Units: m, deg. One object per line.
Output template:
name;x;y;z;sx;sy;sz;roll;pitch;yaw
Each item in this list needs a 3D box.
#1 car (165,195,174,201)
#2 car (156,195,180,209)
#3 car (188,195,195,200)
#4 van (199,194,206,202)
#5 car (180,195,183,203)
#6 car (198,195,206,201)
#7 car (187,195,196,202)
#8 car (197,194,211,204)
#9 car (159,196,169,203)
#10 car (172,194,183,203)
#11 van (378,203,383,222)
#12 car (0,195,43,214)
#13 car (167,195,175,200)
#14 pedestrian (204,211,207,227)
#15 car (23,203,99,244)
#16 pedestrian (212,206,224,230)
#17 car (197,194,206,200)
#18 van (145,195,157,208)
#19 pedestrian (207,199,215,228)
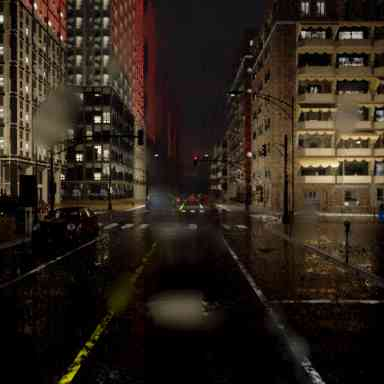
car;-5.800;1.479;86.735;1.967;1.590;4.097;0;0;0
car;-3.186;1.361;45.152;2.097;1.767;4.553;0;0;1
car;-0.107;1.442;87.388;1.994;1.385;4.181;0;0;0
van;2.587;1.375;81.197;1.690;1.788;3.998;0;0;0
car;-3.153;1.369;56.956;2.097;1.767;4.553;0;0;0
car;2.581;1.589;86.747;2.008;1.369;4.403;0;0;0
car;-0.094;1.378;77.318;2.097;1.767;4.553;0;0;0
car;2.608;1.336;64.544;2.192;1.841;5.009;0;0;0
car;-5.778;1.550;69.913;1.752;1.417;4.829;0;0;0
car;-3.087;1.381;70.493;2.097;1.767;4.553;0;0;0
van;16.897;1.706;26.167;3.998;1.788;1.690;1;-1;0
car;-14.877;1.100;28.867;4.553;1.767;2.097;1;0;-2
car;-5.807;1.569;92.116;1.752;1.417;4.829;0;0;0
pedestrian;1.016;1.680;20.748;0.500;1.100;0.500;0;0;0
car;-5.710;1.441;15.405;1.967;1.590;4.097;0;0;0
pedestrian;1.524;1.575;19.507;0.375;1.300;0.375;0;0;0
car;2.573;1.359;92.298;2.192;1.841;5.009;0;0;0
van;-5.751;1.352;47.879;1.690;1.788;3.998;0;0;0
pedestrian;1.243;1.296;20.148;0.375;1.860;0.375;0;0;0
